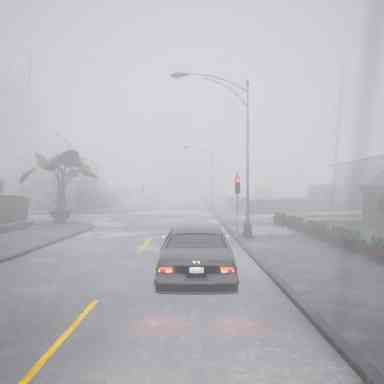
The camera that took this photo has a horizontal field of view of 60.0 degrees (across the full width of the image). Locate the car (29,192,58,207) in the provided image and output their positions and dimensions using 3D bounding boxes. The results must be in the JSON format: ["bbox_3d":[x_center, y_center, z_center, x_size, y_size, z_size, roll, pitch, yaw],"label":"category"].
[{"bbox_3d":[-19.743,0.985,43.945,1.905,1.878,3.866,0,0,35],"label":"car"}]

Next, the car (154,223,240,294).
[{"bbox_3d":[0.100,1.547,8.900,2.033,1.411,5.357,0,0,0],"label":"car"}]
